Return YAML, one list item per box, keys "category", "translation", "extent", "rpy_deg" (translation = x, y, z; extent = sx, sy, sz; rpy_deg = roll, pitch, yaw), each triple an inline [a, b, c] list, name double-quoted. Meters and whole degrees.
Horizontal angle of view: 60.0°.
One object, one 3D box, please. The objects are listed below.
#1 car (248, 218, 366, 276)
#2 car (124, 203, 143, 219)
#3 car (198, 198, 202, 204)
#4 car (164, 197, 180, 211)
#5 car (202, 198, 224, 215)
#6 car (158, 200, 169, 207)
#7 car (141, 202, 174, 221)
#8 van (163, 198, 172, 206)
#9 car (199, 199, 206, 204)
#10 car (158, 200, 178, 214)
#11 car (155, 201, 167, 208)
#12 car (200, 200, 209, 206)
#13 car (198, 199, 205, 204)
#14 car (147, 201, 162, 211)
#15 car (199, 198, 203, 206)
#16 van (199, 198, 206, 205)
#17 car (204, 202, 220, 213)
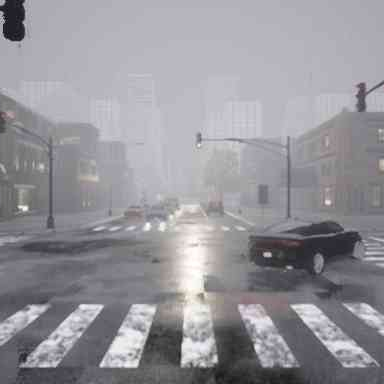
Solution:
- category: "car"
  translation: [3.858, 1.569, 10.835]
  extent: [5.008, 1.535, 1.882]
  rpy_deg: [0, -3, -44]
- category: "car"
  translation: [-5.777, 1.926, 34.060]
  extent: [1.887, 1.381, 4.507]
  rpy_deg: [0, -1, 0]
- category: "car"
  translation: [2.691, 2.262, 61.682]
  extent: [2.008, 1.369, 4.403]
  rpy_deg: [0, -1, 0]
- category: "car"
  translation: [-3.000, 1.804, 51.074]
  extent: [2.150, 2.045, 5.566]
  rpy_deg: [0, -1, 0]
- category: "car"
  translation: [2.692, 1.762, 39.584]
  extent: [2.192, 1.841, 5.009]
  rpy_deg: [0, -1, 0]
- category: "car"
  translation: [-5.689, 2.361, 67.205]
  extent: [1.802, 1.307, 4.206]
  rpy_deg: [0, -1, 0]
- category: "car"
  translation: [-3.091, 1.894, 31.023]
  extent: [2.033, 1.411, 5.357]
  rpy_deg: [0, -1, 0]
- category: "van"
  translation: [-5.689, 2.260, 78.258]
  extent: [1.690, 1.788, 3.998]
  rpy_deg: [0, -1, 0]
- category: "car"
  translation: [2.690, 2.590, 89.476]
  extent: [1.752, 1.417, 4.829]
  rpy_deg: [0, -1, 0]
- category: "car"
  translation: [-3.067, 1.983, 40.467]
  extent: [1.812, 1.442, 4.674]
  rpy_deg: [0, -1, 0]
- category: "car"
  translation: [-5.689, 2.293, 61.681]
  extent: [1.802, 1.307, 4.206]
  rpy_deg: [0, -1, 0]
- category: "car"
  translation: [2.691, 2.431, 72.730]
  extent: [1.802, 1.307, 4.206]
  rpy_deg: [0, -1, 0]
- category: "car"
  translation: [2.690, 2.716, 94.830]
  extent: [1.802, 1.307, 4.206]
  rpy_deg: [0, -1, 0]
- category: "car"
  translation: [-5.689, 2.100, 50.462]
  extent: [1.752, 1.417, 4.829]
  rpy_deg: [0, -1, 0]
- category: "car"
  translation: [2.691, 2.210, 56.157]
  extent: [1.947, 1.339, 4.313]
  rpy_deg: [0, -1, 0]
- category: "van"
  translation: [2.691, 2.331, 83.784]
  extent: [1.690, 1.788, 3.998]
  rpy_deg: [0, -1, 0]
- category: "car"
  translation: [2.691, 2.078, 45.107]
  extent: [1.947, 1.339, 4.313]
  rpy_deg: [0, -1, 0]
